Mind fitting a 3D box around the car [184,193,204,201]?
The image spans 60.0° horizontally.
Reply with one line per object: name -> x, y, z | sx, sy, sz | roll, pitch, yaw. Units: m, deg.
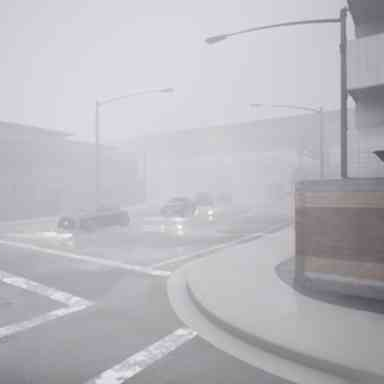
car -> 0.377, 0.891, 63.826 | 1.837, 1.490, 4.892 | 0, -1, -26

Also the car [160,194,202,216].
car -> -1.007, 1.173, 27.946 | 1.812, 1.442, 4.674 | 0, 1, 20

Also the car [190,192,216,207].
car -> 1.315, 0.784, 37.614 | 2.097, 1.767, 4.553 | 0, 1, 6

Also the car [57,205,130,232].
car -> -5.542, 1.426, 19.158 | 1.994, 1.385, 4.181 | 0, 1, 32

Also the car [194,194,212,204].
car -> 1.493, 0.912, 47.609 | 1.895, 1.301, 4.718 | 0, 0, -6

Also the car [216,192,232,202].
car -> 4.734, 0.775, 50.521 | 2.128, 1.511, 4.902 | 0, 0, -9
